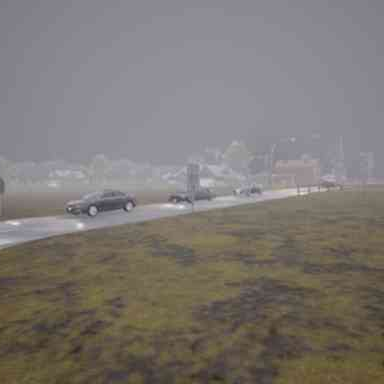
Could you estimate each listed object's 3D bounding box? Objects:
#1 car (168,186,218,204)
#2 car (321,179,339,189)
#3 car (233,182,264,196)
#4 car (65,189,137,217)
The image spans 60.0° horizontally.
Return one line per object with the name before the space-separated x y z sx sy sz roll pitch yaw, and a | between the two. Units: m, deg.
car | 0.211 0.190 29.253 2.033 1.411 5.357 1 4 37
car | 22.761 -1.404 54.626 1.882 1.535 5.008 1 3 36
car | 6.397 -0.365 37.556 2.128 1.511 4.902 1 3 37
car | -5.692 0.632 21.330 1.837 1.490 4.892 1 4 37
